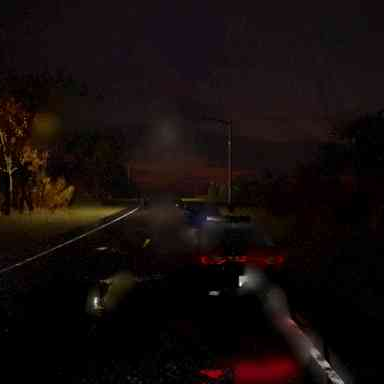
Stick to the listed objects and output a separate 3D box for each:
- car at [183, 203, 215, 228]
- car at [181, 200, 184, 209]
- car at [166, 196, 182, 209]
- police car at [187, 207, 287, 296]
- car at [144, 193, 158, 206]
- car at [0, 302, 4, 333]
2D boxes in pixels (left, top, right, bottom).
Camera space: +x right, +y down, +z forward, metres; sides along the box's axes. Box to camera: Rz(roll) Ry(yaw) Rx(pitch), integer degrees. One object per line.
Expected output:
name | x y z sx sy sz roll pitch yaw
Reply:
car | 0.645 1.472 18.725 1.882 1.535 5.008 0 0 -2
car | 0.363 1.514 24.752 1.812 1.442 4.674 0 0 -3
car | -2.191 1.483 45.630 1.837 1.490 4.892 0 0 -5
police car | 0.949 1.424 8.784 1.930 1.638 5.238 0 0 -1
car | -6.888 1.191 56.073 2.150 2.045 5.566 0 0 -7
car | -3.650 1.564 3.030 1.994 1.385 4.181 0 0 -1
